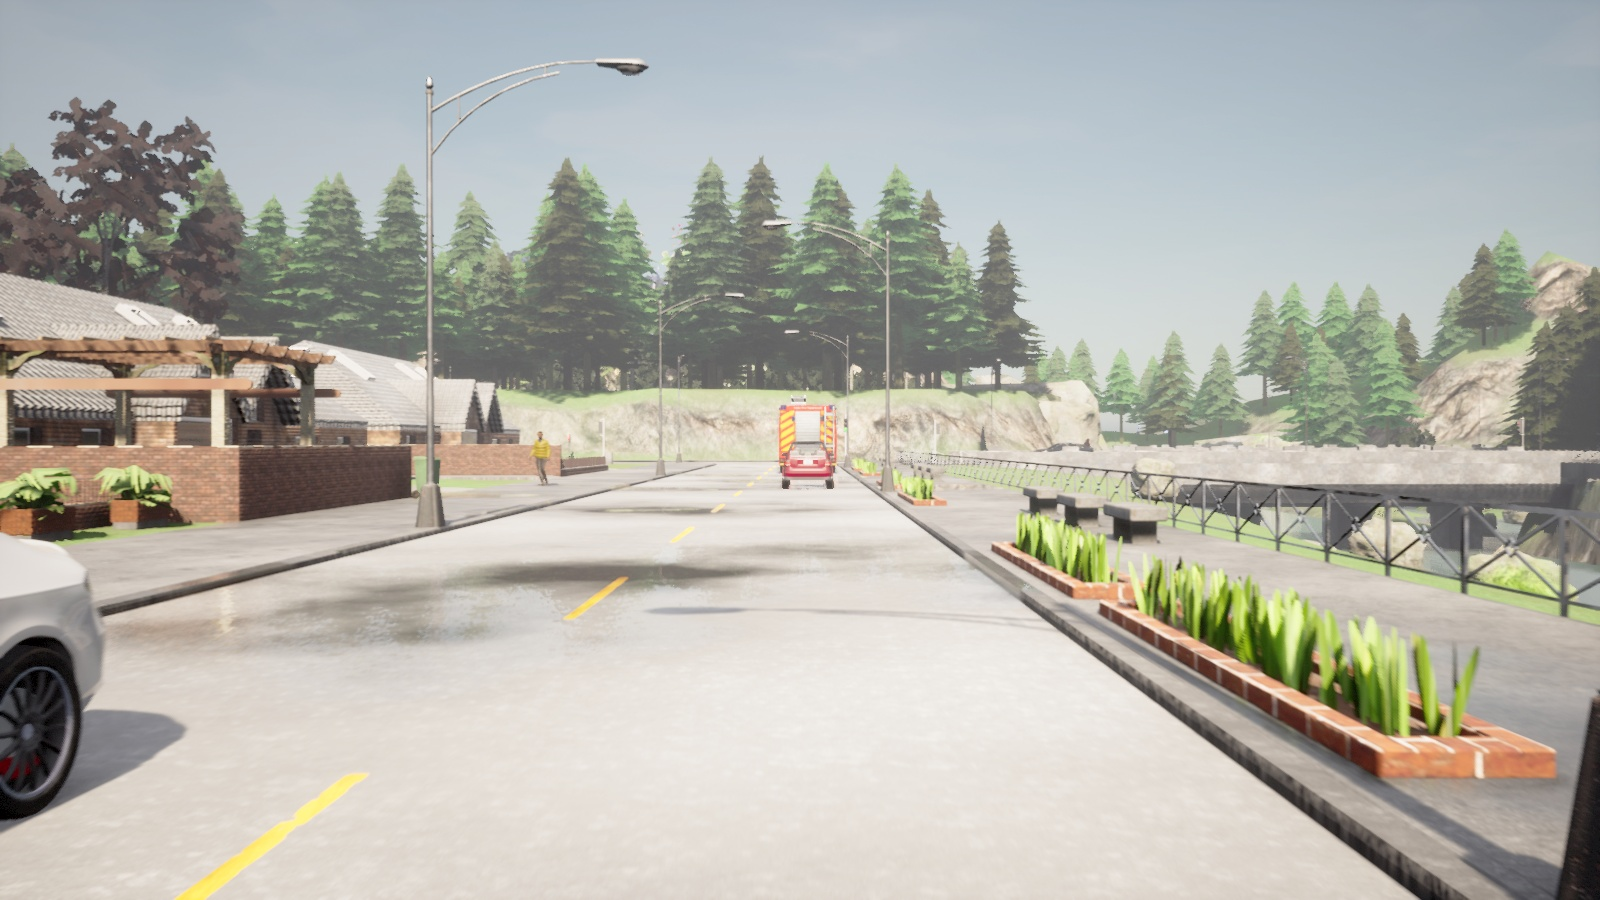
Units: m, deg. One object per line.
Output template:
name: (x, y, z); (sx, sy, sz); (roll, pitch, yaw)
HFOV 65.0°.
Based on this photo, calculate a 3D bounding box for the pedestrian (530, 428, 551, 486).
pedestrian: (-8.291, 0.223, 40.147); (0.431, 1.840, 0.709); (0, 0, 9)

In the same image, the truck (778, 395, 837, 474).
truck: (0.392, -0.786, 65.304); (2.891, 3.827, 8.468); (0, 0, 0)

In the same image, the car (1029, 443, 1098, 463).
car: (20.115, 0.226, 96.125); (4.892, 1.490, 1.837); (0, 0, 0)

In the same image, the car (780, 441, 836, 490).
car: (0.258, 0.488, 42.186); (1.789, 1.549, 3.705); (0, 0, 0)

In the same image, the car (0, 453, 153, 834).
car: (-3.965, 0.749, 3.575); (1.812, 1.442, 4.674); (0, 0, 0)
